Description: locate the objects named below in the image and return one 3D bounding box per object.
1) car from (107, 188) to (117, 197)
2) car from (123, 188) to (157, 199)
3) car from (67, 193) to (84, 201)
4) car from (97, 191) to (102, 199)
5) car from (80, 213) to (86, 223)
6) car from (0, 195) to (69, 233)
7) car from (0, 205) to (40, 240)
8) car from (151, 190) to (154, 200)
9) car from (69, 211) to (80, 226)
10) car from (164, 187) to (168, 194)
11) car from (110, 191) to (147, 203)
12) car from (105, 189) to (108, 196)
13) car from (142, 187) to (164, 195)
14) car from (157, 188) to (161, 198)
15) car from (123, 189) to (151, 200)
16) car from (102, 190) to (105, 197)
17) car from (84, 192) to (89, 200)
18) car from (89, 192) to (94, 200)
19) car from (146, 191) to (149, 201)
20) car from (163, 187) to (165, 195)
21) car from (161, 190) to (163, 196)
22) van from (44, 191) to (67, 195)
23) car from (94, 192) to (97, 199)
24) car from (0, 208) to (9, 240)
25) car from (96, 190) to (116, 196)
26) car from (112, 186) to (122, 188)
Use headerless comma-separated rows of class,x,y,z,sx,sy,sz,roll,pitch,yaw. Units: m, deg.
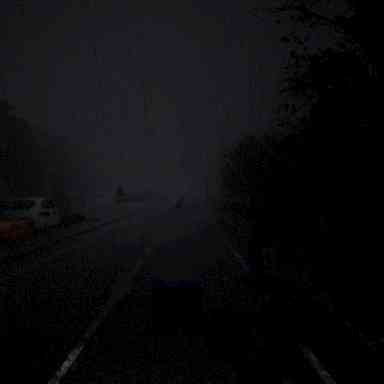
car,-22.952,0.413,86.909,5.366,1.575,1.946,0,2,0
car,-10.201,0.692,64.725,5.566,2.045,2.435,0,1,0
car,-23.296,0.991,61.940,4.792,1.488,2.163,0,0,0
car,-23.204,0.815,72.973,5.008,1.535,2.097,0,1,0
car,-10.068,1.632,23.770,4.792,1.488,2.163,0,0,0
car,-10.150,1.320,18.220,5.566,2.045,2.435,0,0,0
car,-10.319,1.552,15.443,5.366,1.575,1.946,0,0,0
car,-10.182,0.966,61.933,5.008,1.535,2.097,0,1,0
car,-10.115,1.587,20.994,5.008,1.535,2.097,0,0,0
car,-10.021,0.194,92.586,5.008,1.535,2.097,0,2,0
car,-10.201,1.017,53.584,4.792,1.488,2.163,0,0,0
car,-23.174,0.679,78.680,4.892,1.521,2.231,0,1,0
car,-10.102,0.387,84.231,4.553,1.767,2.185,0,2,0
car,-10.083,0.628,75.873,4.553,1.767,2.185,0,1,0
car,-10.233,0.852,59.154,4.553,1.767,2.185,0,0,0
car,-23.190,0.753,75.763,5.008,1.535,2.097,0,1,0
car,-23.438,0.936,64.733,5.366,1.575,1.946,0,1,0
car,-23.423,0.905,67.528,5.366,1.575,1.946,0,1,0
car,-10.245,1.013,56.368,4.792,1.488,2.163,0,0,0
car,-10.088,0.290,87.010,4.553,1.767,2.185,0,2,0
car,-10.071,0.711,78.663,4.792,1.488,2.163,0,2,0
van,-23.184,0.760,53.568,4.442,1.987,1.878,1,0,0
car,-23.195,0.899,70.183,4.792,1.488,2.163,0,1,0
car,-10.152,1.540,12.666,4.892,1.521,2.231,0,0,0
car,-23.128,0.310,89.698,5.008,1.535,2.097,0,2,0
car,-23.136,-0.054,92.474,5.566,2.045,2.435,0,2,0
